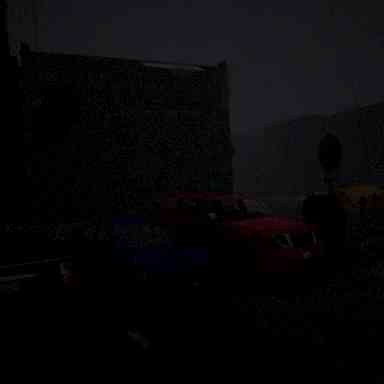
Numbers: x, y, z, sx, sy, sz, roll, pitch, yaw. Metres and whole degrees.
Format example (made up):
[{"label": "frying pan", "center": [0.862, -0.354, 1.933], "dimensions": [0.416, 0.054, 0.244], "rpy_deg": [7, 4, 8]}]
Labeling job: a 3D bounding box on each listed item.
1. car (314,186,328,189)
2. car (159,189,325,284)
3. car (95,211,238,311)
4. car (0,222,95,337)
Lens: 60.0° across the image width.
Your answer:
[{"label": "car", "center": [14.853, -0.002, 37.802], "dimensions": [1.994, 1.385, 4.181], "rpy_deg": [-5, 1, -22]}, {"label": "car", "center": [0.949, 1.057, 9.648], "dimensions": [2.435, 2.045, 5.566], "rpy_deg": [-2, 1, -35]}, {"label": "car", "center": [-1.460, 1.403, 7.970], "dimensions": [2.097, 1.535, 5.008], "rpy_deg": [-2, 1, -36]}, {"label": "car", "center": [-3.744, 1.345, 6.296], "dimensions": [2.185, 1.767, 4.553], "rpy_deg": [-1, 1, -36]}]
